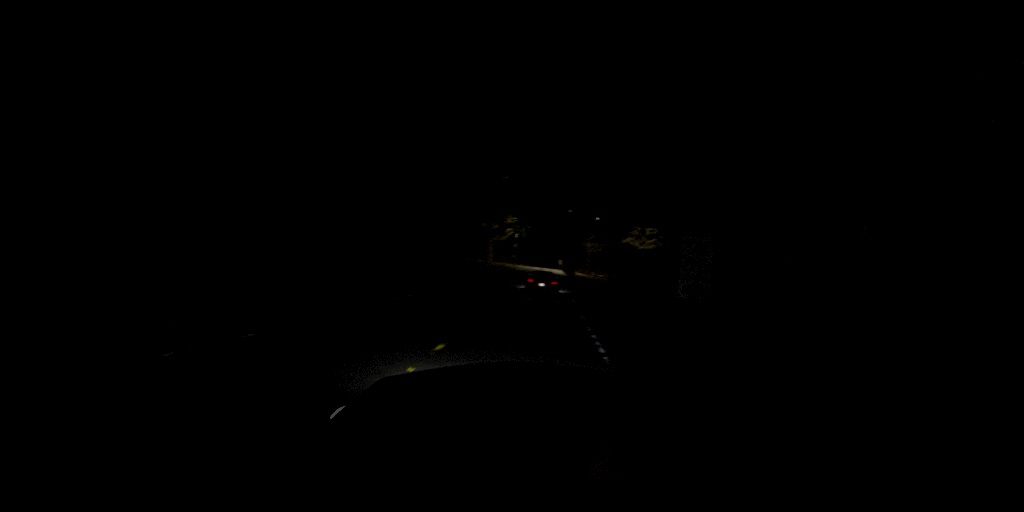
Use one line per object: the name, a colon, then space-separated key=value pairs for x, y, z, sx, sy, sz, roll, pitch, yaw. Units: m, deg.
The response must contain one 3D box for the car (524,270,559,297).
car: x=1.864 y=1.600 z=21.837 sx=1.994 sy=1.385 sz=4.181 roll=6 pitch=0 yaw=6
